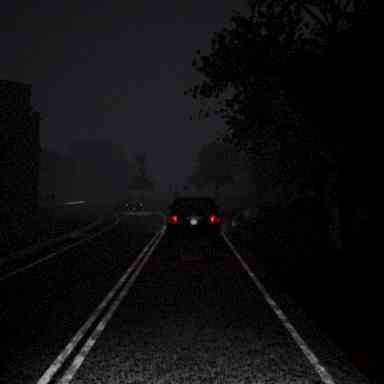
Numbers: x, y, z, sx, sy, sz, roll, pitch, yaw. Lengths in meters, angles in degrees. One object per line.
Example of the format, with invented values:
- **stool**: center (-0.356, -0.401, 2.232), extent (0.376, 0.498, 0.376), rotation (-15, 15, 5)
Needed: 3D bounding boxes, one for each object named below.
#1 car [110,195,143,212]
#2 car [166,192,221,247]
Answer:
- **car**: center (-6.696, 1.307, 34.193), extent (1.895, 1.301, 4.718), rotation (0, 0, -30)
- **car**: center (0.073, 1.169, 14.828), extent (2.150, 2.045, 5.566), rotation (0, 0, 0)
